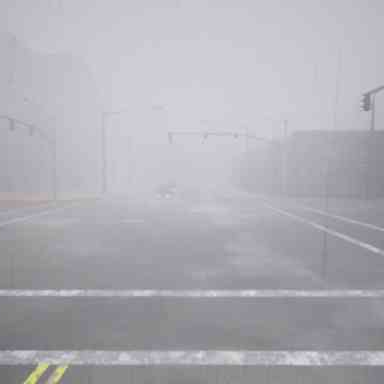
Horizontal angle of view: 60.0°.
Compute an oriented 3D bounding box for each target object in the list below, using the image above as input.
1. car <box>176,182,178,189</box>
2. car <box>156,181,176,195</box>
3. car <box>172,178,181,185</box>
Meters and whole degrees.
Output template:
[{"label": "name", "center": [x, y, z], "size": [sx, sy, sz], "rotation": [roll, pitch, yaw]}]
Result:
[{"label": "car", "center": [-3.541, -1.233, 59.449], "size": [1.994, 1.385, 4.181], "rotation": [0, 3, 1]}, {"label": "car", "center": [-3.584, -0.446, 43.539], "size": [2.033, 1.411, 5.357], "rotation": [0, 3, 0]}, {"label": "car", "center": [-3.501, -2.360, 74.751], "size": [1.895, 1.301, 4.718], "rotation": [0, 3, 0]}]
